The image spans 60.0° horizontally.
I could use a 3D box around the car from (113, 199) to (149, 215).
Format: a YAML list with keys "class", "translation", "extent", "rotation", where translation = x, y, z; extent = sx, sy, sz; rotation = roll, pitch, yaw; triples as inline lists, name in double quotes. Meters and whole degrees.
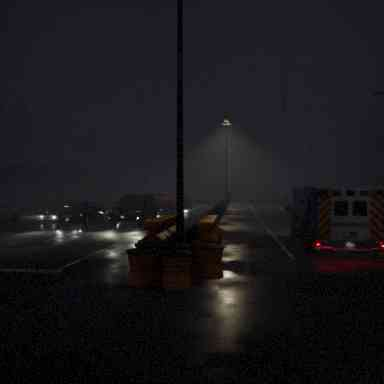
- class: "car"
  translation: [-6.052, 1.457, 33.720]
  extent: [2.033, 1.411, 5.357]
  rotation: [0, 0, 8]

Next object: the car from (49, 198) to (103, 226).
- class: "car"
  translation: [-7.474, 1.451, 23.213]
  extent: [2.128, 1.511, 4.902]
  rotation: [0, 0, 8]

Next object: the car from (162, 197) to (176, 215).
- class: "car"
  translation: [-2.588, 1.475, 33.139]
  extent: [1.994, 1.385, 4.181]
  rotation: [0, 0, 8]

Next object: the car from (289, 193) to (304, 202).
- class: "car"
  translation: [18.877, 1.029, 60.177]
  extent: [1.837, 1.490, 4.892]
  rotation: [0, 1, 8]

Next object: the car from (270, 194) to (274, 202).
- class: "car"
  translation: [15.410, 1.071, 60.654]
  extent: [2.033, 1.411, 5.357]
  rotation: [0, 1, 8]

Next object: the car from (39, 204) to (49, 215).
- class: "car"
  translation: [-13.133, 1.464, 33.618]
  extent: [2.033, 1.411, 5.357]
  rotation: [0, 0, 8]

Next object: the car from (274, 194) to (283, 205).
- class: "car"
  translation: [14.049, 1.216, 50.745]
  extent: [1.812, 1.442, 4.674]
  rotation: [0, 1, 8]

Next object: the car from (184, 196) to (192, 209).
- class: "car"
  translation: [-1.226, 1.295, 43.070]
  extent: [1.882, 1.535, 5.008]
  rotation: [0, 1, 8]

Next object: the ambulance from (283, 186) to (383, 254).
- class: "ambulance"
  translation: [5.486, 1.026, 13.597]
  extent: [2.351, 2.431, 6.366]
  rotation: [0, 0, 7]

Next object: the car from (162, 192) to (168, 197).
- class: "car"
  translation: [-4.590, 1.030, 44.294]
  extent: [2.150, 2.045, 5.566]
  rotation: [0, 0, 8]

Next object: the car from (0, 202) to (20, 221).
- class: "car"
  translation: [-14.427, 1.484, 24.033]
  extent: [1.812, 1.442, 4.674]
  rotation: [0, 0, 8]

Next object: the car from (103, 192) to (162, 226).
- class: "car"
  translation: [-3.937, 1.179, 23.267]
  extent: [2.150, 2.045, 5.566]
  rotation: [0, 0, 8]

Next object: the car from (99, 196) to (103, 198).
- class: "car"
  translation: [-11.622, 1.307, 44.537]
  extent: [2.128, 1.511, 4.902]
  rotation: [0, 1, 8]
